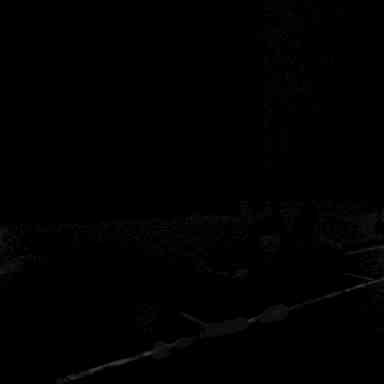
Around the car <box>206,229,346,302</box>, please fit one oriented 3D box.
[{"bbox_3d":[2.162,1.615,8.245,4.206,1.307,1.802,0,-1,-36],"label":"car"}]

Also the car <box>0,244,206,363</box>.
[{"bbox_3d":[-2.194,1.560,5.093,4.507,1.381,1.887,0,-1,-36],"label":"car"}]
